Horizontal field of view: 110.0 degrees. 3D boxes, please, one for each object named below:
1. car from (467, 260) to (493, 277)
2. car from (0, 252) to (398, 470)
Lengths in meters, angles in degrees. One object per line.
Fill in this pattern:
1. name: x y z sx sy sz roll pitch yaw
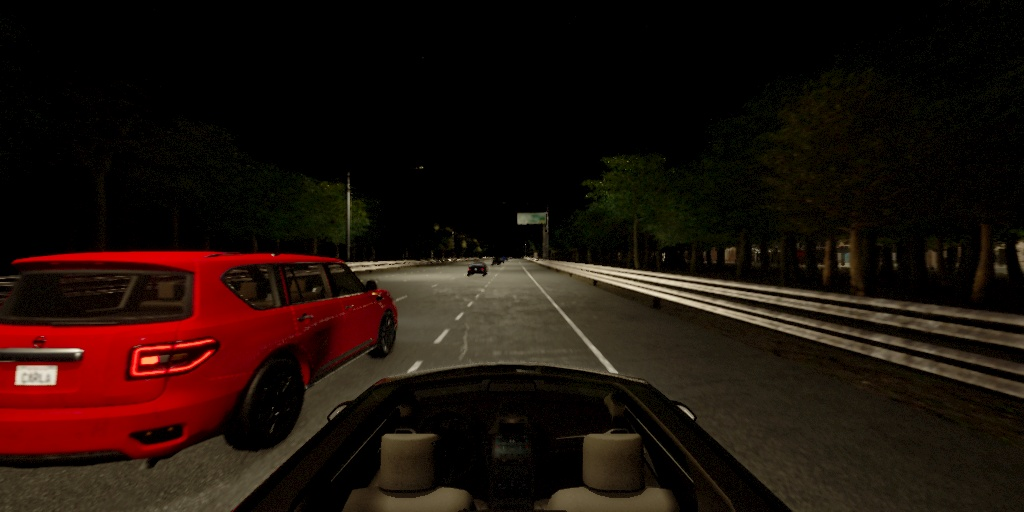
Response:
1. car: -3.415 1.305 36.417 2.033 1.411 5.357 0 0 0
2. car: -3.498 0.973 5.322 2.150 2.045 5.566 0 0 0
